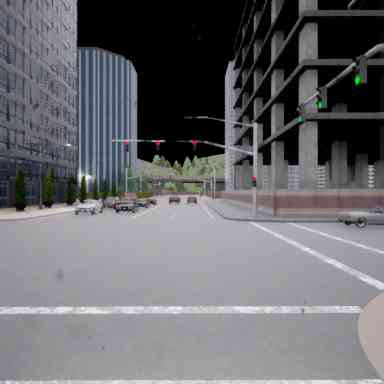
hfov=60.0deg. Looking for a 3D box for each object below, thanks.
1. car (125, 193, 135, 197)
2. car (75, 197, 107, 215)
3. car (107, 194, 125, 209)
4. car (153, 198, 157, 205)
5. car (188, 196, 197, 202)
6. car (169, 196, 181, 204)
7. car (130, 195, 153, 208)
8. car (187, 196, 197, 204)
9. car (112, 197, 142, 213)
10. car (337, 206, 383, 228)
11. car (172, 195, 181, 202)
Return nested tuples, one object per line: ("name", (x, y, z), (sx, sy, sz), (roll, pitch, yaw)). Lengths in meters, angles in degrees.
("car", (-10.573, 1.219, 55.226), (2.150, 2.045, 5.566), (0, 0, 0))
("car", (-10.587, 1.526, 34.468), (1.812, 1.442, 4.674), (0, 0, 0))
("car", (-10.586, 1.352, 43.401), (2.097, 1.767, 4.553), (0, 0, 0))
("car", (-7.066, 1.601, 56.734), (1.895, 1.301, 4.718), (0, 0, 0))
("car", (0.023, 1.579, 73.698), (1.895, 1.301, 4.718), (0, 0, 0))
("car", (-3.480, 1.505, 64.595), (1.837, 1.490, 4.892), (0, 0, 0))
("car", (-7.084, 1.564, 46.694), (1.994, 1.385, 4.181), (0, 0, 0))
("car", (0.020, 1.492, 64.593), (2.128, 1.511, 4.902), (0, 0, 0))
("car", (-7.088, 1.564, 36.785), (1.994, 1.385, 4.181), (0, 0, 0))
("car", (11.886, 1.545, 21.265), (4.718, 1.301, 1.895), (0, 0, 0))
("car", (-3.477, 1.508, 73.669), (1.812, 1.442, 4.674), (0, 0, 0))
